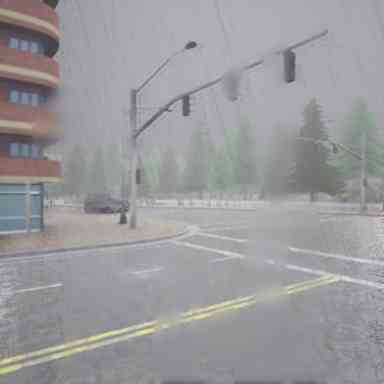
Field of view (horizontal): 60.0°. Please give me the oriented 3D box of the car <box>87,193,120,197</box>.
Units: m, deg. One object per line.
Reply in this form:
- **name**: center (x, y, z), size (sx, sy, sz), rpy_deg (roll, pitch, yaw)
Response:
- **car**: center (-9.045, 1.134, 36.131), size (5.566, 2.045, 2.150), rpy_deg (0, 0, 23)

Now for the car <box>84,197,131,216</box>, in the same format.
- **car**: center (-8.176, 1.481, 31.751), size (4.181, 1.385, 1.994), rpy_deg (0, 0, 26)
